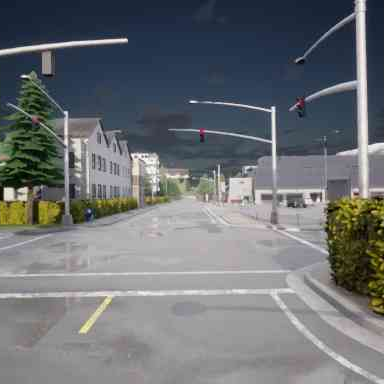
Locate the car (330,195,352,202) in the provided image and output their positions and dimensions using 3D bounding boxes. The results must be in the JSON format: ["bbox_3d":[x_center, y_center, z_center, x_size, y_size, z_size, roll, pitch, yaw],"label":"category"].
[{"bbox_3d":[25.474,1.398,56.573,2.152,1.636,5.027,-1,-1,0],"label":"car"}]

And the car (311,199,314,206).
[{"bbox_3d":[19.059,1.573,56.231,1.970,1.475,3.806,-1,-1,0],"label":"car"}]

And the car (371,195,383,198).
[{"bbox_3d":[19.112,1.183,31.306,1.905,1.878,3.866,-1,-1,0],"label":"car"}]

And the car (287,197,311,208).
[{"bbox_3d":[15.416,1.629,49.172,2.007,1.523,4.514,-1,-1,0],"label":"car"}]
